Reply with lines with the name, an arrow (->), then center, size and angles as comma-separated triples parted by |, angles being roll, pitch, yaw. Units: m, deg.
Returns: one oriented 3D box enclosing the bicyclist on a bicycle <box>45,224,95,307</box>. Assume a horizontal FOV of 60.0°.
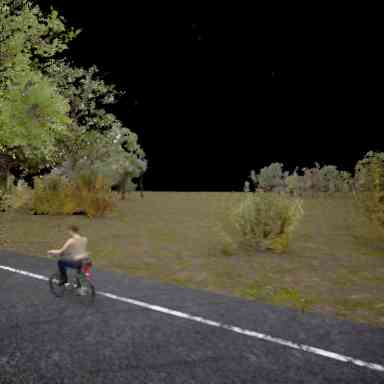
bicyclist on a bicycle -> -2.487, 1.455, 6.838 | 1.509, 1.612, 0.866 | 0, 0, 35
